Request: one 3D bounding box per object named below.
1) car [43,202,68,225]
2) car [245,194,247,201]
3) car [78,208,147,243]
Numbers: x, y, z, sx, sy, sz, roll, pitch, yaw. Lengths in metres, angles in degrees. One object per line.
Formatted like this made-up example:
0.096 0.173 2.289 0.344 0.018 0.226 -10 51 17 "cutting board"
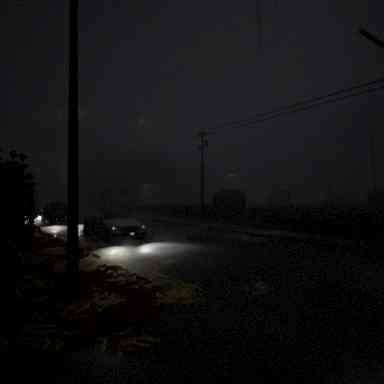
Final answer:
-9.957 1.537 24.887 1.837 1.490 4.892 0 0 -35 "car"
12.517 1.347 81.721 1.905 1.878 3.866 6 3 11 "car"
-3.977 1.554 16.492 1.812 1.442 4.674 0 0 -36 "car"
